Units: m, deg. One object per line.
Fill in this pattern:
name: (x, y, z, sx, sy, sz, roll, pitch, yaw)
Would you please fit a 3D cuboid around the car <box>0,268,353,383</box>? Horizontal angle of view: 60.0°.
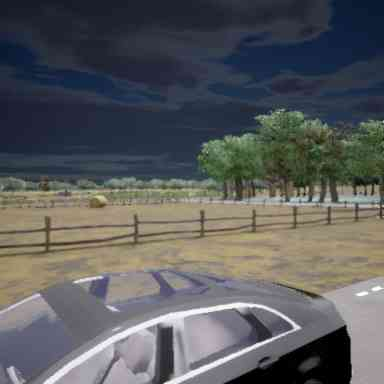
car: (-0.714, 1.490, 2.560, 4.902, 1.511, 2.128, 0, 0, -35)
